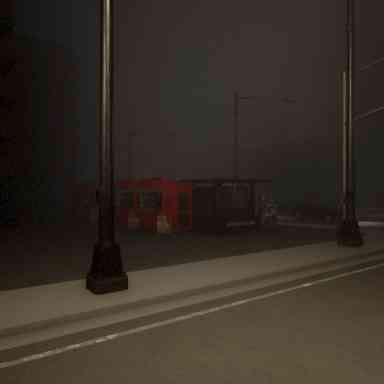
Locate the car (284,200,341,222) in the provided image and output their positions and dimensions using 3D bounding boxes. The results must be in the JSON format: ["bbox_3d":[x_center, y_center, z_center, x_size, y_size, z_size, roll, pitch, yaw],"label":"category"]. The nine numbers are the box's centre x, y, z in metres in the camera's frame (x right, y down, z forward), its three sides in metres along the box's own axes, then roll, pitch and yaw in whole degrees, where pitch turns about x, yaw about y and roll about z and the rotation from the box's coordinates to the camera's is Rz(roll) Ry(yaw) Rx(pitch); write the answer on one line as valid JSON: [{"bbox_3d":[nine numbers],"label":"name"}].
[{"bbox_3d":[10.466,1.612,27.557,1.837,1.490,4.892,0,-1,-36],"label":"car"}]

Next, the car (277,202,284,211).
[{"bbox_3d":[12.870,1.728,42.424,2.128,1.511,4.902,0,-1,-36],"label":"car"}]
